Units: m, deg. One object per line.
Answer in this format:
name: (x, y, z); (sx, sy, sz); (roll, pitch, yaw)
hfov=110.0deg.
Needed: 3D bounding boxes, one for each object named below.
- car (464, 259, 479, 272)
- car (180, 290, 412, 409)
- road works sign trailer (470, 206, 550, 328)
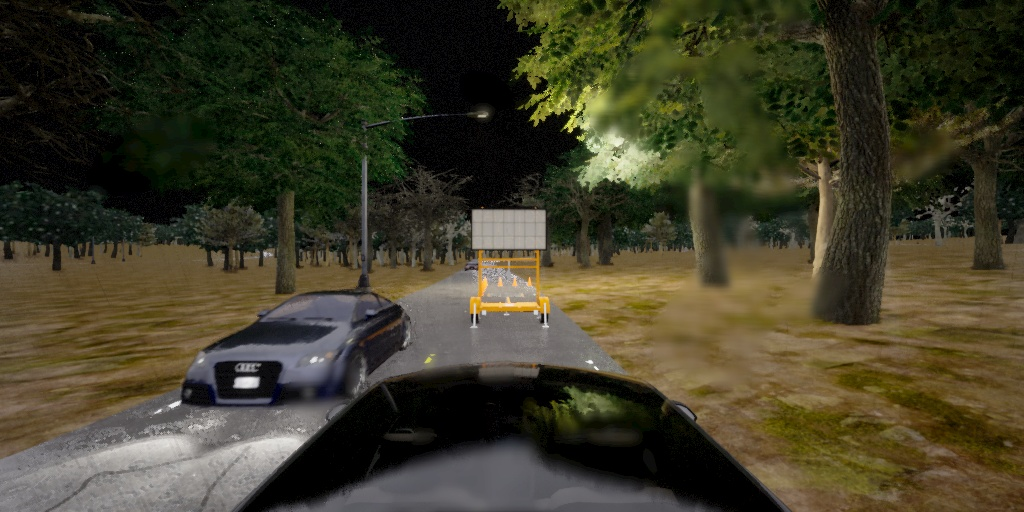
car: (-5.479, 1.440, 49.162); (1.994, 1.385, 4.181); (0, 0, -5)
car: (-3.168, 1.317, 6.243); (1.994, 1.385, 4.181); (0, 0, -1)
road works sign trailer: (-0.098, 0.225, 11.455); (2.380, 3.560, 2.880); (0, 0, -2)
